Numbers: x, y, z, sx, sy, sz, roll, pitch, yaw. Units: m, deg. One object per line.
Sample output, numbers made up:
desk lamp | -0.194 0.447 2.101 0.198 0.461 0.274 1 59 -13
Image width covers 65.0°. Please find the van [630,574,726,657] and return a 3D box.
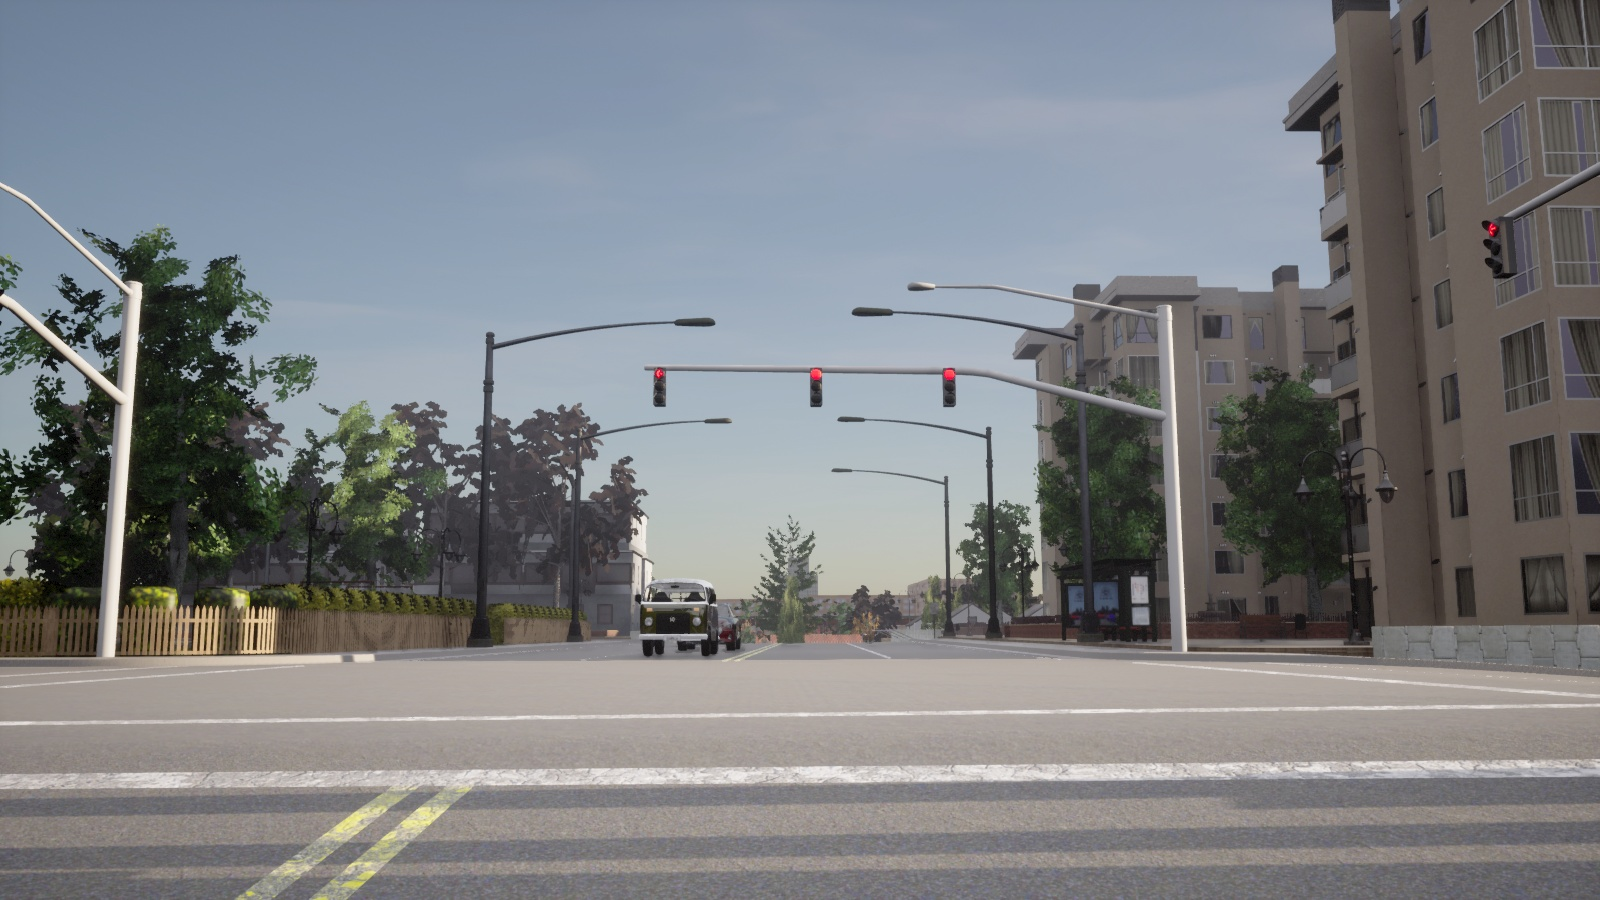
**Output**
van | -3.166 4.443 33.519 2.069 2.038 4.480 0 -8 1

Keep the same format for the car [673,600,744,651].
car | -3.072 6.025 43.031 2.033 1.649 4.856 0 -8 0
